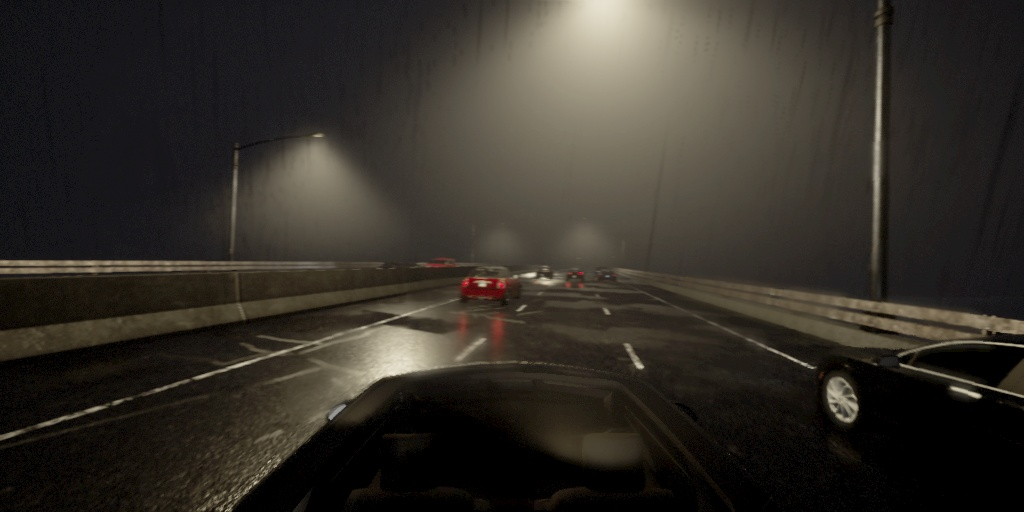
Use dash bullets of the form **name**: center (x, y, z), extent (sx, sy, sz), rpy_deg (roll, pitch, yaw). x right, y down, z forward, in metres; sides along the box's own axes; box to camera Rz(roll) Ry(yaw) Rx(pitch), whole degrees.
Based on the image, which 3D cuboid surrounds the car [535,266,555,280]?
- **car**: center (3.882, 1.941, 42.013), extent (2.128, 1.511, 4.902), rpy_deg (2, -1, 11)

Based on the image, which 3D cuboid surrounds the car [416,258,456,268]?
- **car**: center (-7.719, 1.243, 38.424), extent (2.150, 2.045, 5.566), rpy_deg (2, -1, 11)

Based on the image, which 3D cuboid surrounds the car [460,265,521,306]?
- **car**: center (-0.856, 1.291, 17.250), extent (2.097, 1.767, 4.553), rpy_deg (2, -1, 10)

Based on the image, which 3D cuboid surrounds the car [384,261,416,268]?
- **car**: center (-11.293, 1.410, 38.393), extent (1.837, 1.490, 4.892), rpy_deg (2, -1, 11)

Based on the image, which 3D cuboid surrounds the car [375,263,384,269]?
- **car**: center (-14.134, 1.373, 42.083), extent (1.837, 1.490, 4.892), rpy_deg (2, 0, 11)

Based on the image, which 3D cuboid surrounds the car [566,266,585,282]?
- **car**: center (7.019, 2.045, 39.849), extent (1.812, 1.442, 4.674), rpy_deg (2, -1, 11)

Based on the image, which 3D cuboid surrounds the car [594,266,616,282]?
- **car**: center (10.881, 2.230, 41.317), extent (1.994, 1.385, 4.181), rpy_deg (2, -1, 11)

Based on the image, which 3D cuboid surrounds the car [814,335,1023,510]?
- **car**: center (4.806, 1.429, 2.939), extent (1.837, 1.490, 4.892), rpy_deg (2, -1, 10)
